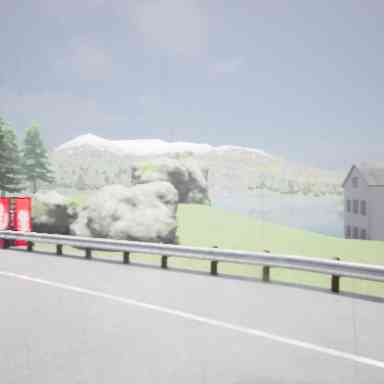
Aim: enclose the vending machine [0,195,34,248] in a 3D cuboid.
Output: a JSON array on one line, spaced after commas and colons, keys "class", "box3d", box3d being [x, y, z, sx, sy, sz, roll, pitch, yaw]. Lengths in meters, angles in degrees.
[{"class": "vending machine", "box3d": [-7.459, 1.190, 14.082, 0.880, 2.100, 1.100, 0, 0, 29]}]
